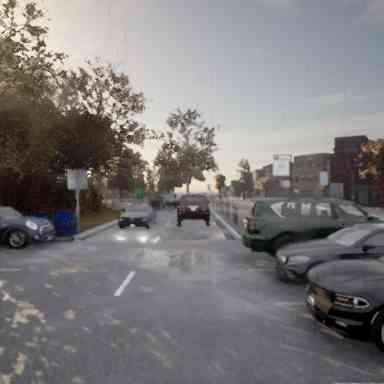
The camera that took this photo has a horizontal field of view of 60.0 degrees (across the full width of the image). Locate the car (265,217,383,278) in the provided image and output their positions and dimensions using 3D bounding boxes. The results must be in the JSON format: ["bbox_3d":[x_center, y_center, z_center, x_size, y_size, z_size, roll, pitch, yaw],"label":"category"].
[{"bbox_3d":[4.415,1.501,8.183,4.674,1.452,2.002,0,0,0],"label":"car"}]

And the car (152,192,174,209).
[{"bbox_3d":[-3.627,1.163,41.436,2.097,1.767,4.553,0,1,-32],"label":"car"}]

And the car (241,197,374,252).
[{"bbox_3d":[4.440,1.202,11.007,5.566,2.045,2.435,0,0,0],"label":"car"}]

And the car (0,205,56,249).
[{"bbox_3d":[-8.100,1.310,13.747,4.553,1.767,2.185,0,-1,0],"label":"car"}]

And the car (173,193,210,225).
[{"bbox_3d":[0.102,1.145,23.244,2.150,2.045,5.566,0,0,0],"label":"car"}]

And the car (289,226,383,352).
[{"bbox_3d":[4.418,1.469,5.355,5.008,1.535,2.097,0,0,0],"label":"car"}]

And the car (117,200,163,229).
[{"bbox_3d":[-3.334,1.479,21.293,2.033,1.411,5.357,0,0,0],"label":"car"}]
